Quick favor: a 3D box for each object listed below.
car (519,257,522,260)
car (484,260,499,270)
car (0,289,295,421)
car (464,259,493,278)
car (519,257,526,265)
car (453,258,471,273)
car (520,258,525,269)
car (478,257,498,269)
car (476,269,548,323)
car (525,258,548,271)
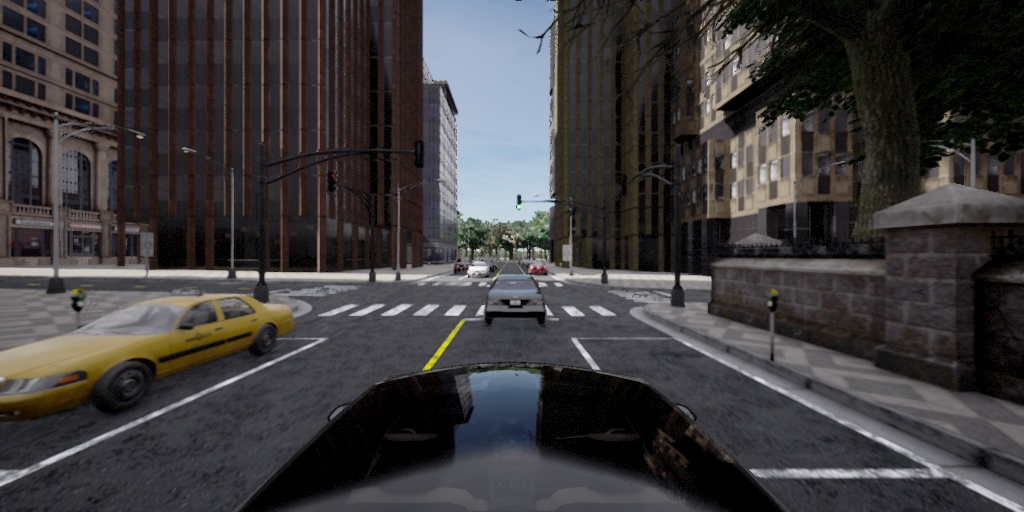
[{"bbox_3d":[2.658,1.361,65.437,1.888,1.381,4.507,0,0,0],"label":"car"},{"bbox_3d":[-3.113,1.351,55.307,2.033,1.411,5.357,0,0,1],"label":"car"},{"bbox_3d":[-5.768,1.279,6.095,1.751,1.417,4.829,0,0,0],"label":"car"},{"bbox_3d":[-3.147,1.306,34.500,1.812,1.442,4.674,0,0,0],"label":"car"},{"bbox_3d":[2.667,1.354,60.000,1.888,1.381,4.507,0,0,0],"label":"car"},{"bbox_3d":[-5.831,1.105,43.673,2.192,1.841,5.009,0,0,0],"label":"car"},{"bbox_3d":[2.676,1.353,54.562,2.007,1.370,4.403,0,0,0],"label":"car"},{"bbox_3d":[-3.157,1.143,44.714,2.097,1.767,4.553,0,0,0],"label":"car"},{"bbox_3d":[0.089,1.316,12.145,2.033,1.411,5.357,0,0,0],"label":"car"},{"bbox_3d":[2.704,1.223,38.250,1.967,1.591,4.097,0,0,0],"label":"car"}]
